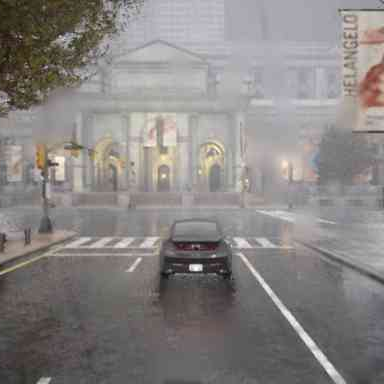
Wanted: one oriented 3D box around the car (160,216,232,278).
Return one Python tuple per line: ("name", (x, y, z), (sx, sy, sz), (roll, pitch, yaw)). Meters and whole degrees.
("car", (0.111, 1.497, 10.090), (1.837, 1.490, 4.892), (0, 0, 0))
